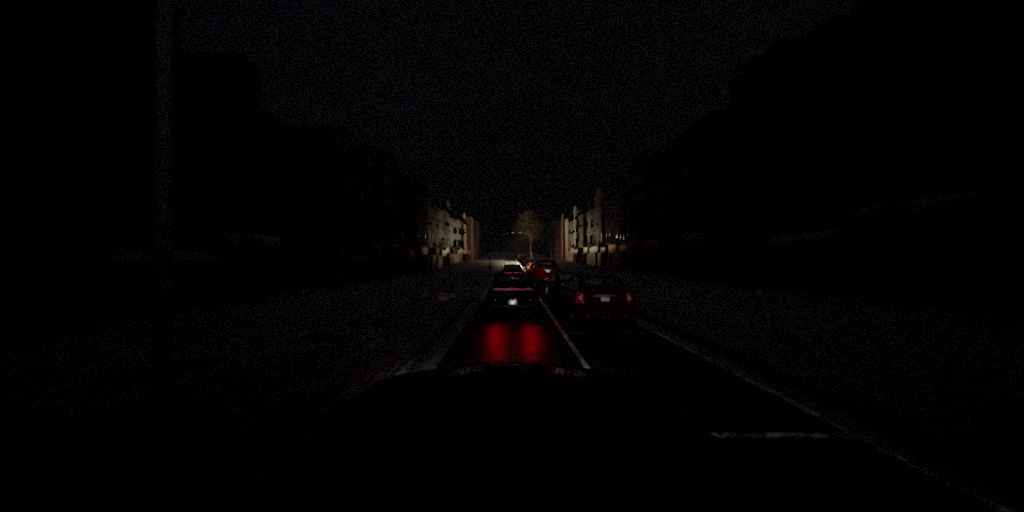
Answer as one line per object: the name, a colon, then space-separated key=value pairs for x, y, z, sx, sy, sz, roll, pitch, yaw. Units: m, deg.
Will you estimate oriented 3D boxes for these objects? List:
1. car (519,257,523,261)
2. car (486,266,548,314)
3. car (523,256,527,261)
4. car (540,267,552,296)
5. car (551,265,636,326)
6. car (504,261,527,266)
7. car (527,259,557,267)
car: x=2.620 y=1.320 z=62.089 sx=1.888 sy=1.381 sz=4.507 roll=0 pitch=0 yaw=0
car: x=0.044 y=1.334 z=14.244 sx=2.128 sy=1.511 sz=4.902 roll=0 pitch=0 yaw=0
car: x=2.973 y=1.212 z=50.004 sx=2.097 sy=1.767 sz=4.553 roll=0 pitch=0 yaw=0
car: x=2.633 y=1.412 z=17.617 sx=2.007 sy=1.370 sz=4.403 roll=0 pitch=0 yaw=0
car: x=2.634 y=1.267 z=12.059 sx=1.967 sy=1.591 sz=4.097 roll=0 pitch=0 yaw=0
car: x=0.038 y=1.406 z=29.236 sx=1.837 sy=1.490 sz=4.892 roll=0 pitch=0 yaw=1
car: x=2.629 y=1.214 z=28.735 sx=2.192 sy=1.841 sz=5.009 roll=0 pitch=0 yaw=0
